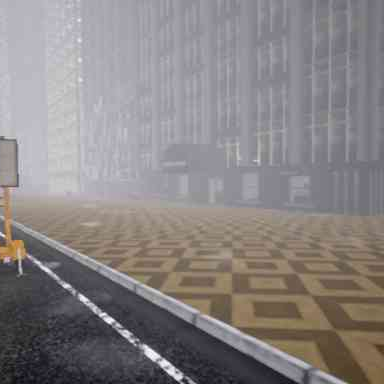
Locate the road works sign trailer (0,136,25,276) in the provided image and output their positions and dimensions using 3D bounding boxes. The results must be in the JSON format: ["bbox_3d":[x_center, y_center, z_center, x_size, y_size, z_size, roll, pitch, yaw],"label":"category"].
[{"bbox_3d":[-5.897,0.295,8.722,2.380,3.560,2.880,-2,2,-36],"label":"road works sign trailer"}]
